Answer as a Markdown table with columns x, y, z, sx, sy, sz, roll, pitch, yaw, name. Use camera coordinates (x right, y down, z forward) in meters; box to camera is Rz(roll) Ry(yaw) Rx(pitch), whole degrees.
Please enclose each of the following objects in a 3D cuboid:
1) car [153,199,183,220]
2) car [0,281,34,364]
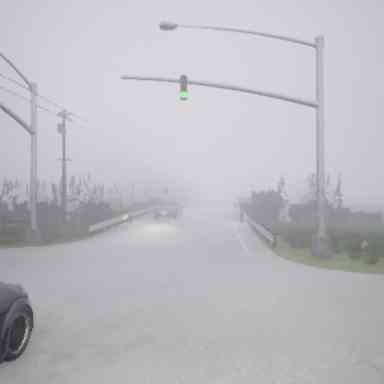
| x | y | z | sx | sy | sz | roll | pitch | yaw | name |
| --- | --- | --- | --- | --- | --- | --- | --- | --- | --- |
| -1.916 | 1.386 | 27.578 | 2.128 | 1.511 | 4.902 | 0 | 2 | 5 | car |
| -3.385 | 1.621 | 3.289 | 1.994 | 1.385 | 4.181 | 0 | -1 | 1 | car |
